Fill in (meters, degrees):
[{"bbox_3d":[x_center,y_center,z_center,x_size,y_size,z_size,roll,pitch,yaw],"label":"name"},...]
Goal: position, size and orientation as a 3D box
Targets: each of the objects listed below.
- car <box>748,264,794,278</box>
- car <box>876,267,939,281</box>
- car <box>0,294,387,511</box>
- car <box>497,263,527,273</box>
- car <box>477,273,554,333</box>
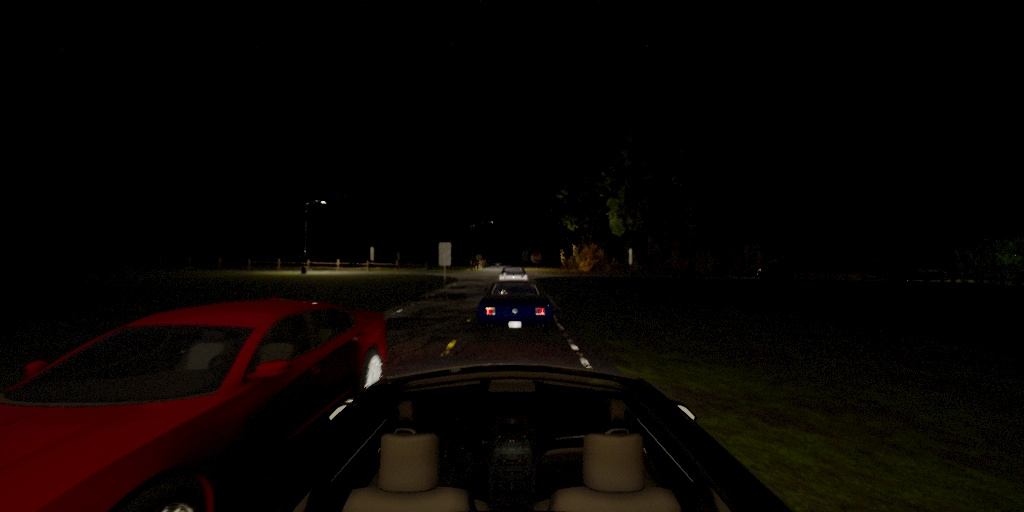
[{"bbox_3d":[30.691,1.697,42.598,4.553,1.767,2.097,1,-1,0],"label":"car"},{"bbox_3d":[43.542,1.963,39.804,5.008,1.535,1.882,1,-1,0],"label":"car"},{"bbox_3d":[-2.850,1.231,3.533,1.882,1.535,5.008,0,0,0],"label":"car"},{"bbox_3d":[0.094,1.401,24.857,1.895,1.301,4.718,0,0,0],"label":"car"},{"bbox_3d":[0.098,1.369,10.858,1.895,1.301,4.718,0,0,0],"label":"car"}]
